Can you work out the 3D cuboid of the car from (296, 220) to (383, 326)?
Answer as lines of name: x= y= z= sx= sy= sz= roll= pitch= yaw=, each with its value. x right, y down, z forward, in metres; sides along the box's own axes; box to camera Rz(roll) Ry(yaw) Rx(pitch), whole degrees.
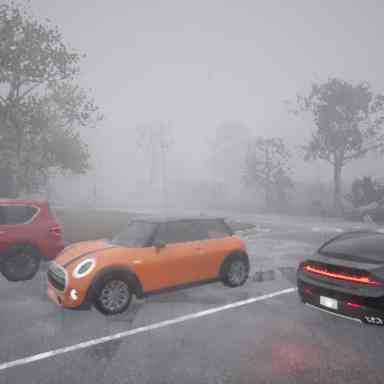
car: x=4.144 y=1.502 z=6.671 sx=4.892 sy=1.490 sz=1.837 roll=0 pitch=0 yaw=-35

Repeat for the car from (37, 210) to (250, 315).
car: x=-0.848 y=1.350 z=7.673 sx=4.553 sy=1.767 sz=2.097 roll=0 pitch=0 yaw=-35

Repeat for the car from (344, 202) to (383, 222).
car: x=13.674 y=1.467 z=24.379 sx=5.008 sy=1.535 sz=1.882 roll=0 pitch=0 yaw=-10

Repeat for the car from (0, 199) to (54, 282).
car: x=-6.097 y=1.222 z=8.233 sx=5.566 sy=2.045 sz=2.150 roll=0 pitch=0 yaw=-36
